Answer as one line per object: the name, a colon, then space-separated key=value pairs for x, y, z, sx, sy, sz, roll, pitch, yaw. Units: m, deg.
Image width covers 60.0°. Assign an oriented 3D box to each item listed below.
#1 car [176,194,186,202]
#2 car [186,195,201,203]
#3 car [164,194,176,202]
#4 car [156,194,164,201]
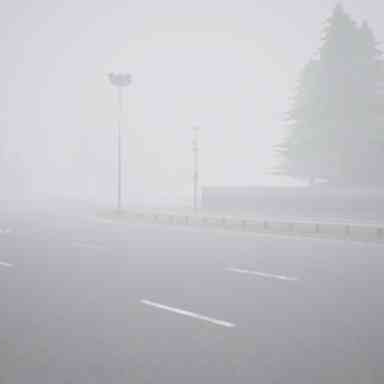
car: x=-0.478 y=1.244 z=62.754 sx=1.994 sy=1.385 sz=4.181 roll=1 pitch=0 yaw=36
car: x=1.802 y=1.257 z=59.949 sx=2.033 sy=1.411 sz=5.357 roll=1 pitch=0 yaw=36
car: x=-2.880 y=1.176 z=65.372 sx=1.812 sy=1.442 sz=4.674 roll=1 pitch=0 yaw=36
car: x=-5.326 y=1.129 z=67.939 sx=2.128 sy=1.511 sz=4.902 roll=1 pitch=1 yaw=36
